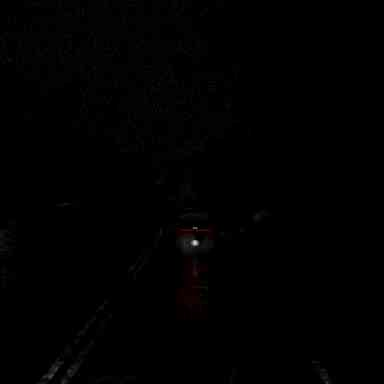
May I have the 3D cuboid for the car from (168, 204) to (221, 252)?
[{"bbox_3d":[0.133,1.473,13.785,1.837,1.490,4.892,0,0,1],"label":"car"}]

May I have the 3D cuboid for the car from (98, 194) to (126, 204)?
[{"bbox_3d":[-12.548,1.049,52.218,2.128,1.511,4.902,-1,-1,33],"label":"car"}]

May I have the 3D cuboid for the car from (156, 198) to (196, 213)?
[{"bbox_3d":[-1.475,1.322,33.110,4.181,1.385,1.994,-1,-2,3],"label":"car"}]
